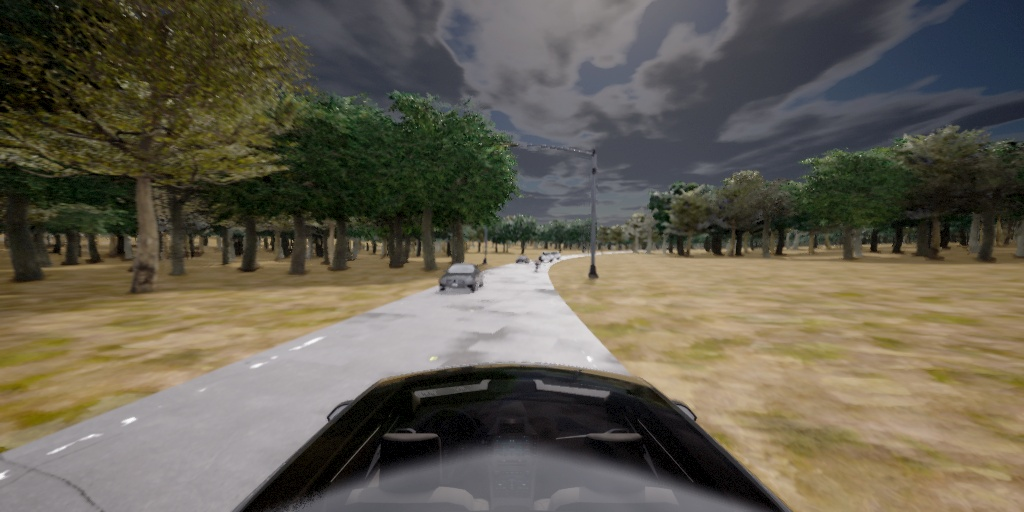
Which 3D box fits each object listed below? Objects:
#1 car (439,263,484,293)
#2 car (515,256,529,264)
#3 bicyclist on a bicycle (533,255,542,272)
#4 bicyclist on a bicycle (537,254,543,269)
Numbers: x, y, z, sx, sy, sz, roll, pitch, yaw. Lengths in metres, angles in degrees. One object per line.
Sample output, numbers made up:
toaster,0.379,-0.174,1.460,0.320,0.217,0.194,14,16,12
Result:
car,-2.650,1.121,19.674,1.812,1.442,4.674,1,1,3
car,1.831,0.637,60.796,2.033,1.411,5.357,1,1,10
bicyclist on a bicycle,2.632,0.877,38.048,0.866,1.612,1.509,1,1,6
bicyclist on a bicycle,3.650,0.705,46.810,0.659,1.776,1.843,1,1,7
